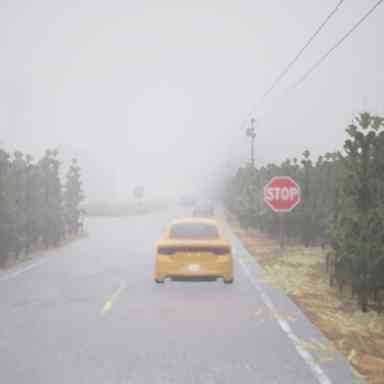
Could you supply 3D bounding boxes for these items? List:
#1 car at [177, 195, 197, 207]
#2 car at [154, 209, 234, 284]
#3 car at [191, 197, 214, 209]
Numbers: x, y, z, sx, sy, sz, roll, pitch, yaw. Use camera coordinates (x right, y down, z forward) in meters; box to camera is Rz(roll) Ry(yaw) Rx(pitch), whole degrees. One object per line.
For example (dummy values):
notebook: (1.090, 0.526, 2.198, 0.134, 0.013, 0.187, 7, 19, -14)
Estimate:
car: (-0.885, 1.295, 48.839, 2.097, 1.767, 4.553, 0, 0, 5)
car: (0.067, 1.466, 9.610, 1.882, 1.535, 5.008, 0, 0, 1)
car: (1.180, 1.485, 33.301, 1.812, 1.442, 4.674, 0, 0, 4)
